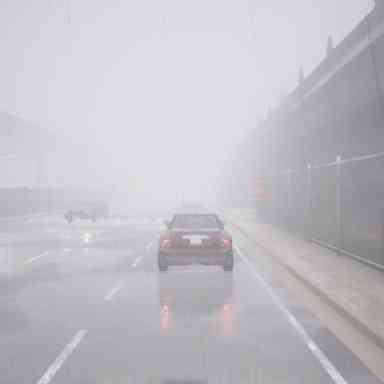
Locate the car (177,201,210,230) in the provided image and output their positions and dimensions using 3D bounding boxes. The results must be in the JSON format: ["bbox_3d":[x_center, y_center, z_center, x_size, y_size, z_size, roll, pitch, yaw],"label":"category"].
[{"bbox_3d":[0.103,1.430,21.536,1.882,1.535,5.008,0,0,0],"label":"car"}]

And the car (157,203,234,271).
[{"bbox_3d":[0.100,1.328,10.922,2.097,1.767,4.553,0,0,0],"label":"car"}]

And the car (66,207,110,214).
[{"bbox_3d":[-7.002,1.207,22.850,2.033,1.411,5.357,0,0,0],"label":"car"}]
